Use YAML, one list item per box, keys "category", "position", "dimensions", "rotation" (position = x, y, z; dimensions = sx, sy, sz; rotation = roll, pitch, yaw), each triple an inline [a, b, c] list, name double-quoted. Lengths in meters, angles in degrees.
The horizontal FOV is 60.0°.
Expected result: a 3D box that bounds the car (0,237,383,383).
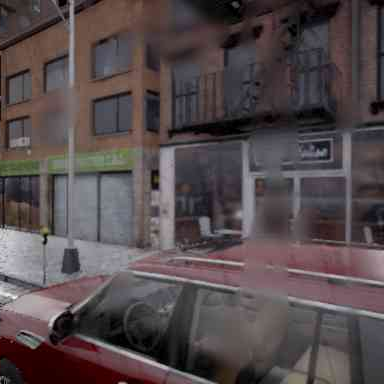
- category: "car"
  position: [0.320, 1.309, 2.582]
  dimensions: [5.009, 1.841, 2.192]
  rotation: [0, 0, 36]
